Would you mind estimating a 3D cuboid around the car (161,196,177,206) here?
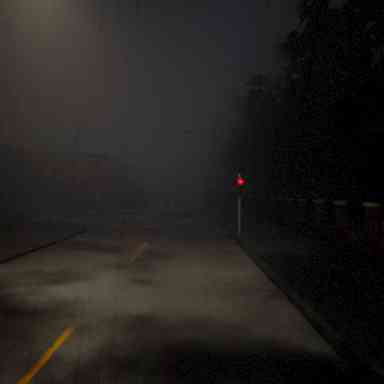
[{"bbox_3d":[-4.044,1.475,55.755,2.097,1.767,4.553,0,0,1],"label":"car"}]
